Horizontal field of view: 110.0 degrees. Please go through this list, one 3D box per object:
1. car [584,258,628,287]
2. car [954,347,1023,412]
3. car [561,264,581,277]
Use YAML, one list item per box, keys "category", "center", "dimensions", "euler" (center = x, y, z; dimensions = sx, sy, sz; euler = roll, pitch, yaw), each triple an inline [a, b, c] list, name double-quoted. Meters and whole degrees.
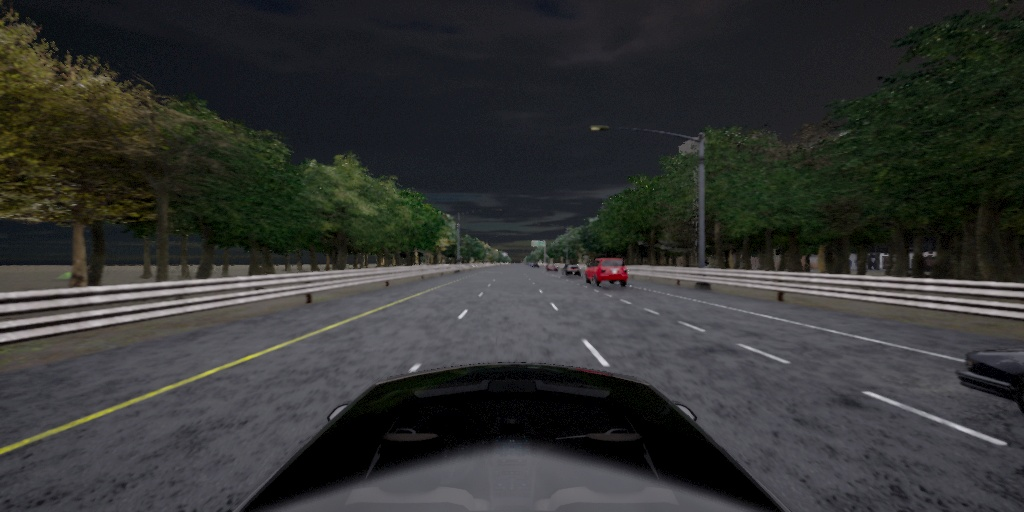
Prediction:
- category: "car"
  center: [7.022, 1.205, 27.183]
  dimensions: [2.150, 2.045, 5.566]
  euler: [0, -1, 0]
- category: "car"
  center: [7.001, 1.304, 2.377]
  dimensions: [2.033, 1.411, 5.357]
  euler: [0, 0, 0]
- category: "car"
  center: [7.075, 1.731, 43.419]
  dimensions: [1.837, 1.490, 4.892]
  euler: [0, -1, 0]
